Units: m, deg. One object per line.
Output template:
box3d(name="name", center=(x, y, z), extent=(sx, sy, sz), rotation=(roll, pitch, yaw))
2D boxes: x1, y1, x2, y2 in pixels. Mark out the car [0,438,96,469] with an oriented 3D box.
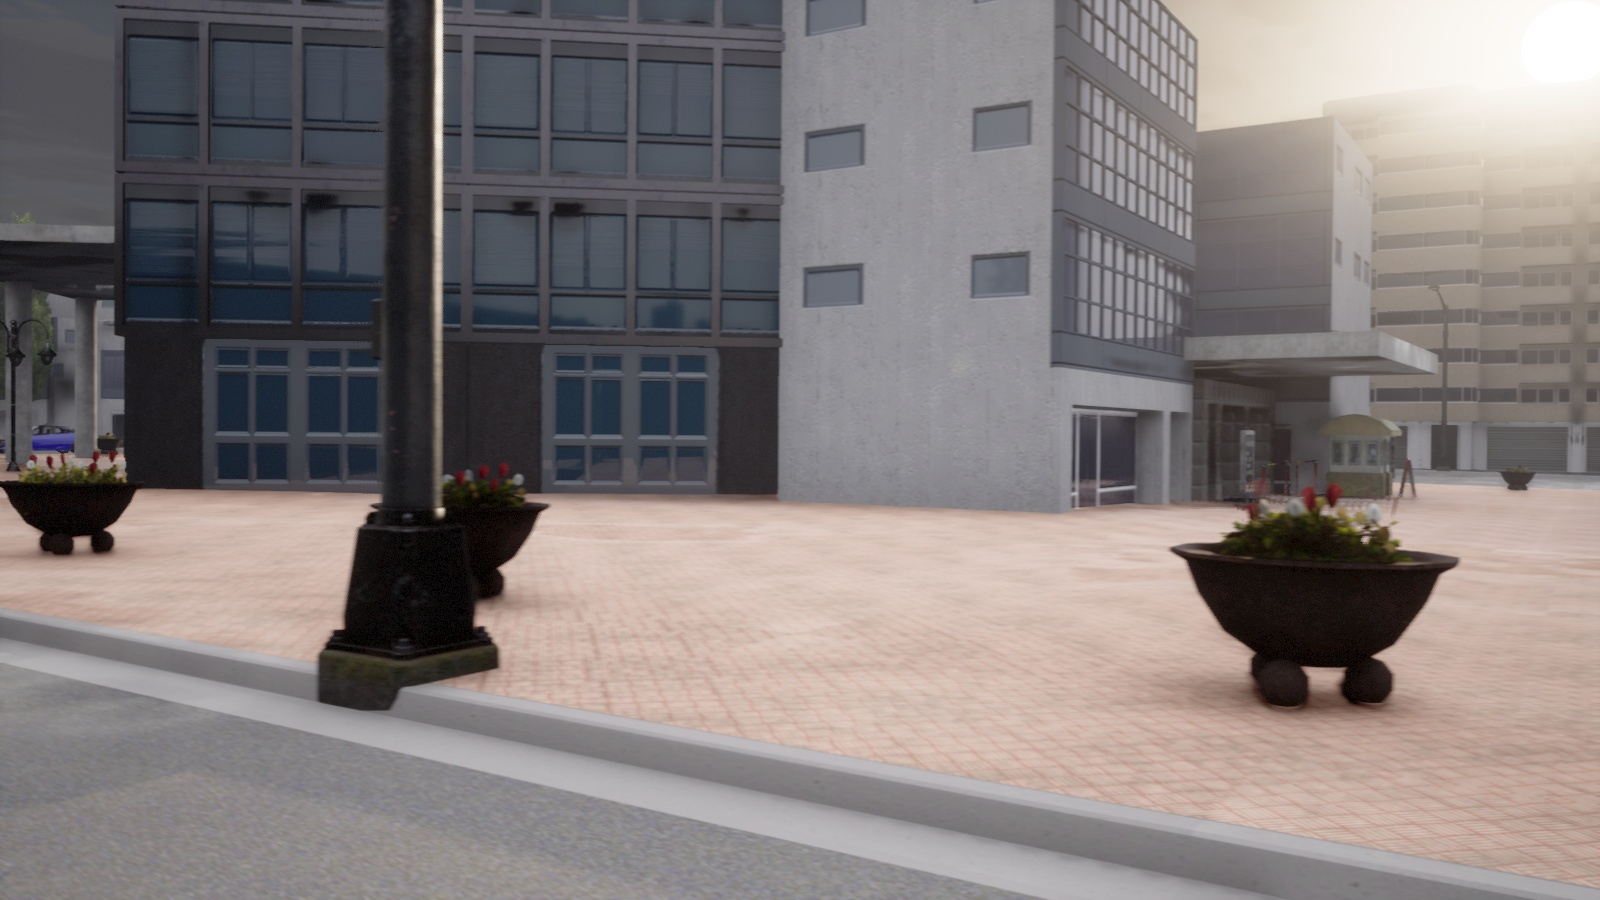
box3d(name="car", center=(-39.630, 0.142, 65.596), extent=(2.007, 1.525, 4.514), rotation=(0, 1, 34))
